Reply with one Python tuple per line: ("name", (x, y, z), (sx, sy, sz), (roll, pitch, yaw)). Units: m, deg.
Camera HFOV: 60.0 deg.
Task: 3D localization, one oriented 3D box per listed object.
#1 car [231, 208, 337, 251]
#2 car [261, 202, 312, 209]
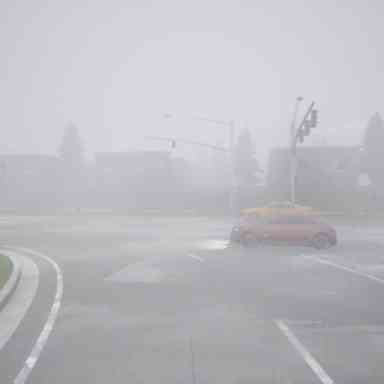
("car", (3.702, 1.547, 13.709), (4.181, 1.385, 1.994), (0, 0, 12))
("car", (6.080, 1.448, 23.940), (5.008, 1.535, 1.882), (0, 0, 12))
